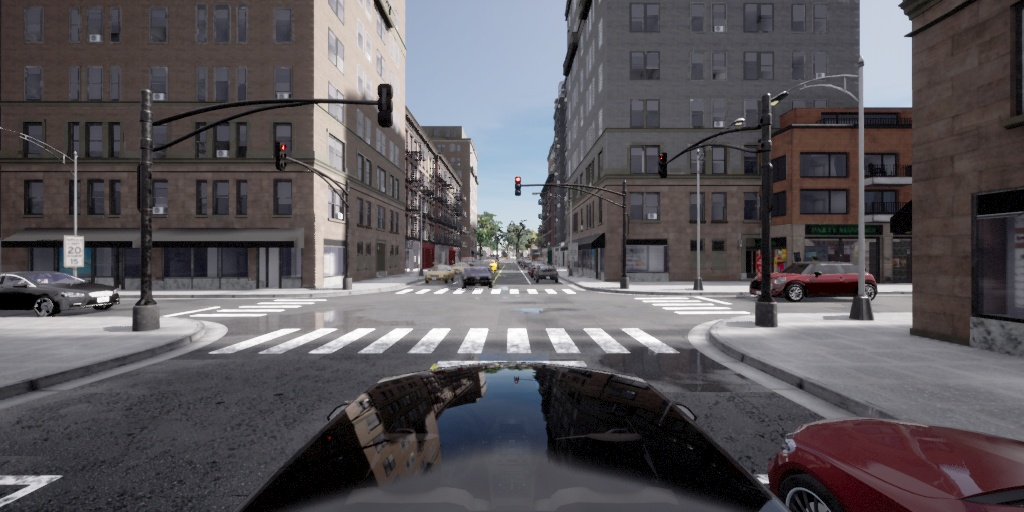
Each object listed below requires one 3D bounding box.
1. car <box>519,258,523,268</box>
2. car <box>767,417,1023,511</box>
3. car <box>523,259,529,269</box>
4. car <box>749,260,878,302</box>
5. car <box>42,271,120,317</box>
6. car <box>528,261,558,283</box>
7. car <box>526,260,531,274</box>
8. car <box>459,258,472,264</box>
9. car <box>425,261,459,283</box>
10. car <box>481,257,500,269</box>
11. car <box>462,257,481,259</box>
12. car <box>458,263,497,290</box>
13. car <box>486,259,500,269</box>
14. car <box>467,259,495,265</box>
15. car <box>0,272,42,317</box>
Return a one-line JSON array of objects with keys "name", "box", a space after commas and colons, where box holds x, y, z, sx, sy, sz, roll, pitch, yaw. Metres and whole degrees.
[{"name": "car", "box": [2.504, 1.306, 55.195, 2.007, 1.370, 4.403, 0, 0, 0]}, {"name": "car", "box": [2.640, 1.332, 0.778, 1.802, 1.307, 4.207, 0, 0, 0]}, {"name": "car", "box": [2.545, 1.303, 38.749, 2.007, 1.370, 4.403, 0, 0, 0]}, {"name": "car", "box": [13.223, 1.036, 15.965, 4.553, 1.767, 2.097, 0, 0, 0]}, {"name": "car", "box": [-17.098, 1.310, 12.900, 4.902, 1.511, 2.128, 0, 0, 1]}, {"name": "car", "box": [2.572, 1.302, 27.786, 2.007, 1.370, 4.403, 0, 0, 0]}, {"name": "car", "box": [2.559, 1.297, 33.267, 1.888, 1.381, 4.507, 0, 0, 0]}, {"name": "car", "box": [-5.504, 1.278, 38.559, 1.751, 1.417, 4.829, 0, 0, 0]}, {"name": "car", "box": [-5.480, 1.276, 27.596, 1.751, 1.417, 4.829, 0, 0, 0]}, {"name": "car", "box": [-2.950, 1.232, 46.307, 1.882, 1.535, 5.008, 0, 0, 0]}, {"name": "car", "box": [-5.516, 1.068, 44.211, 2.192, 1.841, 5.009, 0, 0, 0]}, {"name": "car", "box": [-2.302, 1.352, 22.776, 1.895, 1.301, 4.718, 0, 0, -9]}, {"name": "car", "box": [-2.942, 1.259, 56.402, 1.837, 1.490, 4.892, 0, 0, 0]}, {"name": "car", "box": [-2.934, 1.259, 34.543, 1.837, 1.490, 4.892, 0, -1, 0]}, {"name": "car", "box": [-5.398, 1.065, 0.758, 2.192, 1.841, 5.009, 0, 0, 0]}]
